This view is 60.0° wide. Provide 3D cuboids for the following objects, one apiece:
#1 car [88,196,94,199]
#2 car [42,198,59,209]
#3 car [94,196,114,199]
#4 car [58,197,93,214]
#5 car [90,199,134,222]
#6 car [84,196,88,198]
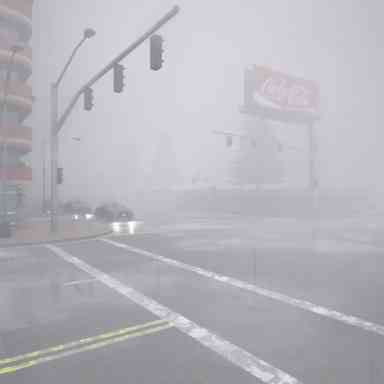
[{"bbox_3d":[-19.973,1.478,64.027,1.882,1.535,5.008,0,0,-36],"label":"car"},{"bbox_3d":[-17.977,1.478,42.926,1.882,1.535,5.008,0,0,-36],"label":"car"},{"bbox_3d":[-14.490,1.505,56.394,1.837,1.490,4.892,0,0,-36],"label":"car"},{"bbox_3d":[-12.094,1.564,34.715,1.994,1.385,4.181,0,0,-36],"label":"car"},{"bbox_3d":[-6.289,1.564,26.639,1.994,1.385,4.181,0,0,-36],"label":"car"},{"bbox_3d":[-20.558,1.564,58.844,1.994,1.385,4.181,0,0,-36],"label":"car"}]
